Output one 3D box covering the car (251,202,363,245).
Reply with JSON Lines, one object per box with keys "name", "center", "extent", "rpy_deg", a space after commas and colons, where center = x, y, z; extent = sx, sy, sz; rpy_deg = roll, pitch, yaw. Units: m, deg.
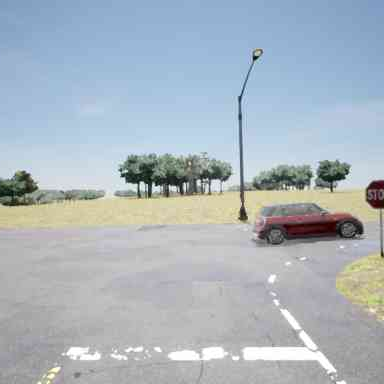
{"name": "car", "center": [4.964, 1.225, 14.656], "extent": [4.553, 1.767, 2.097], "rpy_deg": [-4, -1, -1]}
